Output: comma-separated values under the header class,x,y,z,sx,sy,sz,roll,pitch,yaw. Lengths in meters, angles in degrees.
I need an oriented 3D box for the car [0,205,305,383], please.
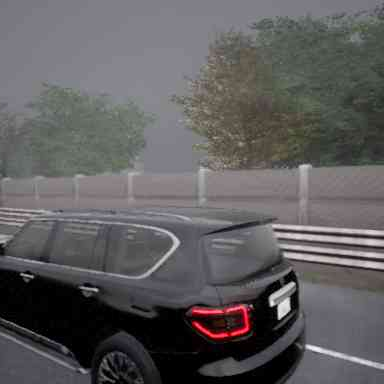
class,x,y,z,sx,sy,sz,roll,pitch,yaw
car,-1.293,1.214,4.789,5.566,2.045,2.150,0,0,35
